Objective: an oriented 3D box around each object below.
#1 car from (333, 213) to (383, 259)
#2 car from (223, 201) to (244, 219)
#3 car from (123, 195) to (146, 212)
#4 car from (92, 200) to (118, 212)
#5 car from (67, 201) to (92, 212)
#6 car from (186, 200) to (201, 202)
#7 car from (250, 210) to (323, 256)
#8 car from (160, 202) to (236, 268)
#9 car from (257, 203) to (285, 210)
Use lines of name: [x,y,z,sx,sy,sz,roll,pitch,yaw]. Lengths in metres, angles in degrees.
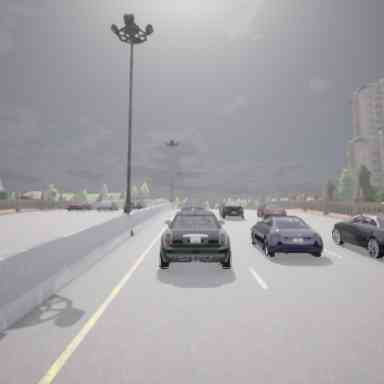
car: [7.101,1.543,12.756,2.128,1.511,4.902,0,0,0]
car: [3.601,1.603,30.943,1.882,1.535,5.008,0,0,0]
car: [-7.091,1.419,41.690,2.150,2.045,5.566,0,-1,0]
car: [-10.588,1.727,41.767,1.812,1.442,4.674,0,-1,0]
car: [-14.089,1.802,41.784,1.895,1.301,4.718,0,-1,0]
car: [0.101,1.469,28.945,2.097,1.767,4.553,0,0,0]
car: [3.601,1.617,13.292,1.994,1.385,4.181,0,0,0]
car: [0.100,1.398,11.578,2.097,1.767,4.553,0,0,0]
car: [7.101,1.686,30.005,1.994,1.385,4.181,0,0,0]
